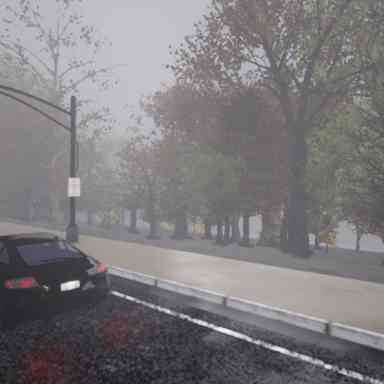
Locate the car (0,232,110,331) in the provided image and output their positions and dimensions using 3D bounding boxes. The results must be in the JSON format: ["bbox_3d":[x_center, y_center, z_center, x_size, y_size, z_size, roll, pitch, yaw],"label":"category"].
[{"bbox_3d":[-3.560,1.554,6.964,4.181,1.385,1.994,0,0,42],"label":"car"}]
